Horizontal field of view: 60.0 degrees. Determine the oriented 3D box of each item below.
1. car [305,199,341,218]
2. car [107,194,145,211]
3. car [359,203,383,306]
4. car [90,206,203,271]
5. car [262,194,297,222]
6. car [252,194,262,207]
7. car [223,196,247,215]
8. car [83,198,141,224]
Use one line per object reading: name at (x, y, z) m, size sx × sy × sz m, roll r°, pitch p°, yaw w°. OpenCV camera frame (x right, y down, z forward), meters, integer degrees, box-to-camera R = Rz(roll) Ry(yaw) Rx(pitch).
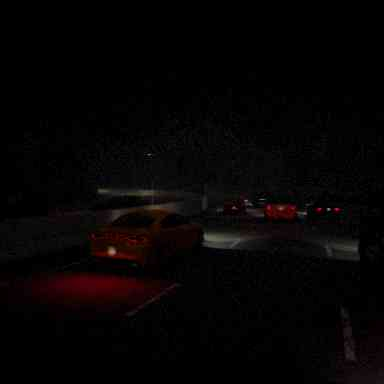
car at (10.605, 1.317, 27.203) m, size 2.033 × 1.411 × 5.357 m, roll 1°, pitch 1°, yaw 10°
car at (-6.362, 0.990, 32.812) m, size 2.033 × 1.411 × 5.357 m, roll 1°, pitch 1°, yaw 8°
car at (5.196, 1.187, 7.396) m, size 2.150 × 2.045 × 5.566 m, roll 1°, pitch 1°, yaw 21°
car at (-1.121, 1.306, 10.576) m, size 1.882 × 1.535 × 5.008 m, roll 1°, pitch 1°, yaw 20°
car at (6.331, 1.104, 23.926) m, size 2.097 × 1.767 × 4.553 m, roll 1°, pitch 1°, yaw 13°
car at (8.539, 1.043, 40.794) m, size 2.128 × 1.511 × 4.902 m, roll 1°, pitch 1°, yaw 3°
car at (3.890, 1.113, 29.721) m, size 1.882 × 1.535 × 5.008 m, roll 1°, pitch 1°, yaw 10°
car at (-5.099, 1.177, 21.857) m, size 1.994 × 1.385 × 4.181 m, roll 1°, pitch 1°, yaw 15°
